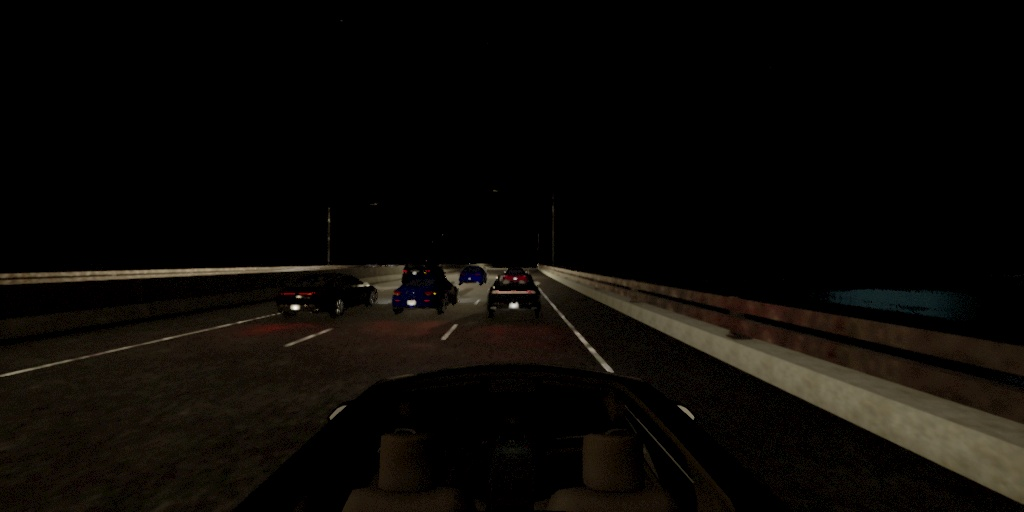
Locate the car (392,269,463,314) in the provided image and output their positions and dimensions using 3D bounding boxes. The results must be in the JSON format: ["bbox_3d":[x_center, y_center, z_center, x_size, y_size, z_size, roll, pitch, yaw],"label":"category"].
[{"bbox_3d":[-3.388,1.448,14.546,1.812,1.442,4.674,0,-1,1],"label":"car"}]

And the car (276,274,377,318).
[{"bbox_3d":[-6.899,1.419,13.904,1.837,1.490,4.892,0,0,1],"label":"car"}]

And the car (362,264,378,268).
[{"bbox_3d":[-23.520,2.084,59.797,2.128,1.511,4.902,0,-1,2],"label":"car"}]

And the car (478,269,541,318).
[{"bbox_3d":[0.100,1.405,13.848,2.128,1.511,4.902,0,-1,1],"label":"car"}]

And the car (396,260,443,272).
[{"bbox_3d":[-6.745,1.334,27.799,2.150,2.045,5.566,0,-1,1],"label":"car"}]

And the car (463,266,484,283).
[{"bbox_3d":[-3.188,1.620,29.976,1.882,1.535,5.008,0,0,1],"label":"car"}]

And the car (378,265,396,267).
[{"bbox_3d":[-20.029,2.152,59.701,1.994,1.385,4.181,0,-1,2],"label":"car"}]
